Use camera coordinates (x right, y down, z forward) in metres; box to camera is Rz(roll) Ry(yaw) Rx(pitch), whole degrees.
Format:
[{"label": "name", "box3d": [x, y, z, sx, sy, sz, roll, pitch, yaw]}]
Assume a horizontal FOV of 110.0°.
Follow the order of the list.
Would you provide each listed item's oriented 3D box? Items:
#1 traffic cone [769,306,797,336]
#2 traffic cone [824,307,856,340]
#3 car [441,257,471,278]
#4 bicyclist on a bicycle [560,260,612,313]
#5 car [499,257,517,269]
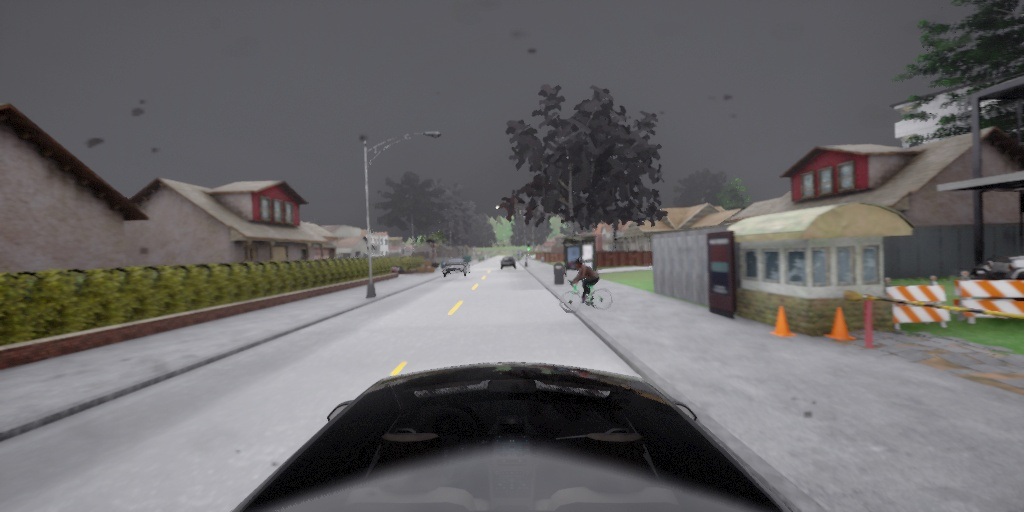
[{"label": "traffic cone", "box3d": [5.615, 1.329, 7.444, 0.344, 0.586, 0.344, 0, 0, -1]}, {"label": "traffic cone", "box3d": [6.341, 1.278, 6.933, 0.344, 0.586, 0.344, 0, 0, -1]}, {"label": "car", "box3d": [-4.376, 0.820, 28.997, 2.033, 1.411, 5.357, -2, 1, -1]}, {"label": "bicyclist on a bicycle", "box3d": [2.253, 0.928, 11.086, 1.656, 1.620, 0.582, -4, 1, -1]}, {"label": "car", "box3d": [-0.477, 0.824, 44.474, 1.837, 1.490, 4.892, -2, 1, -1]}]
